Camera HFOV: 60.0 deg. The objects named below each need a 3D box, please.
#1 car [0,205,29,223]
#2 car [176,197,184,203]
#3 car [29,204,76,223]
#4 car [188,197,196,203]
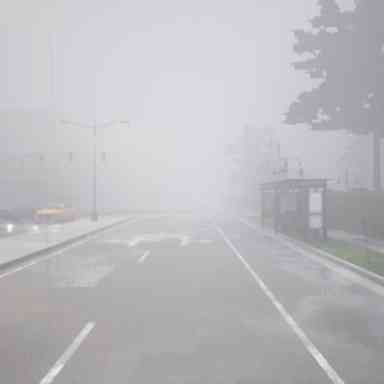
[{"bbox_3d":[-14.995,1.822,28.850,2.033,1.411,5.357,0,-1,0],"label":"car"},{"bbox_3d":[-3.482,2.360,90.865,1.812,1.442,4.674,0,-1,0],"label":"car"},{"bbox_3d":[-11.498,1.749,28.370,1.882,1.535,5.008,0,-1,0],"label":"car"},{"bbox_3d":[0.018,2.342,91.281,1.837,1.490,4.892,0,-1,0],"label":"car"}]
